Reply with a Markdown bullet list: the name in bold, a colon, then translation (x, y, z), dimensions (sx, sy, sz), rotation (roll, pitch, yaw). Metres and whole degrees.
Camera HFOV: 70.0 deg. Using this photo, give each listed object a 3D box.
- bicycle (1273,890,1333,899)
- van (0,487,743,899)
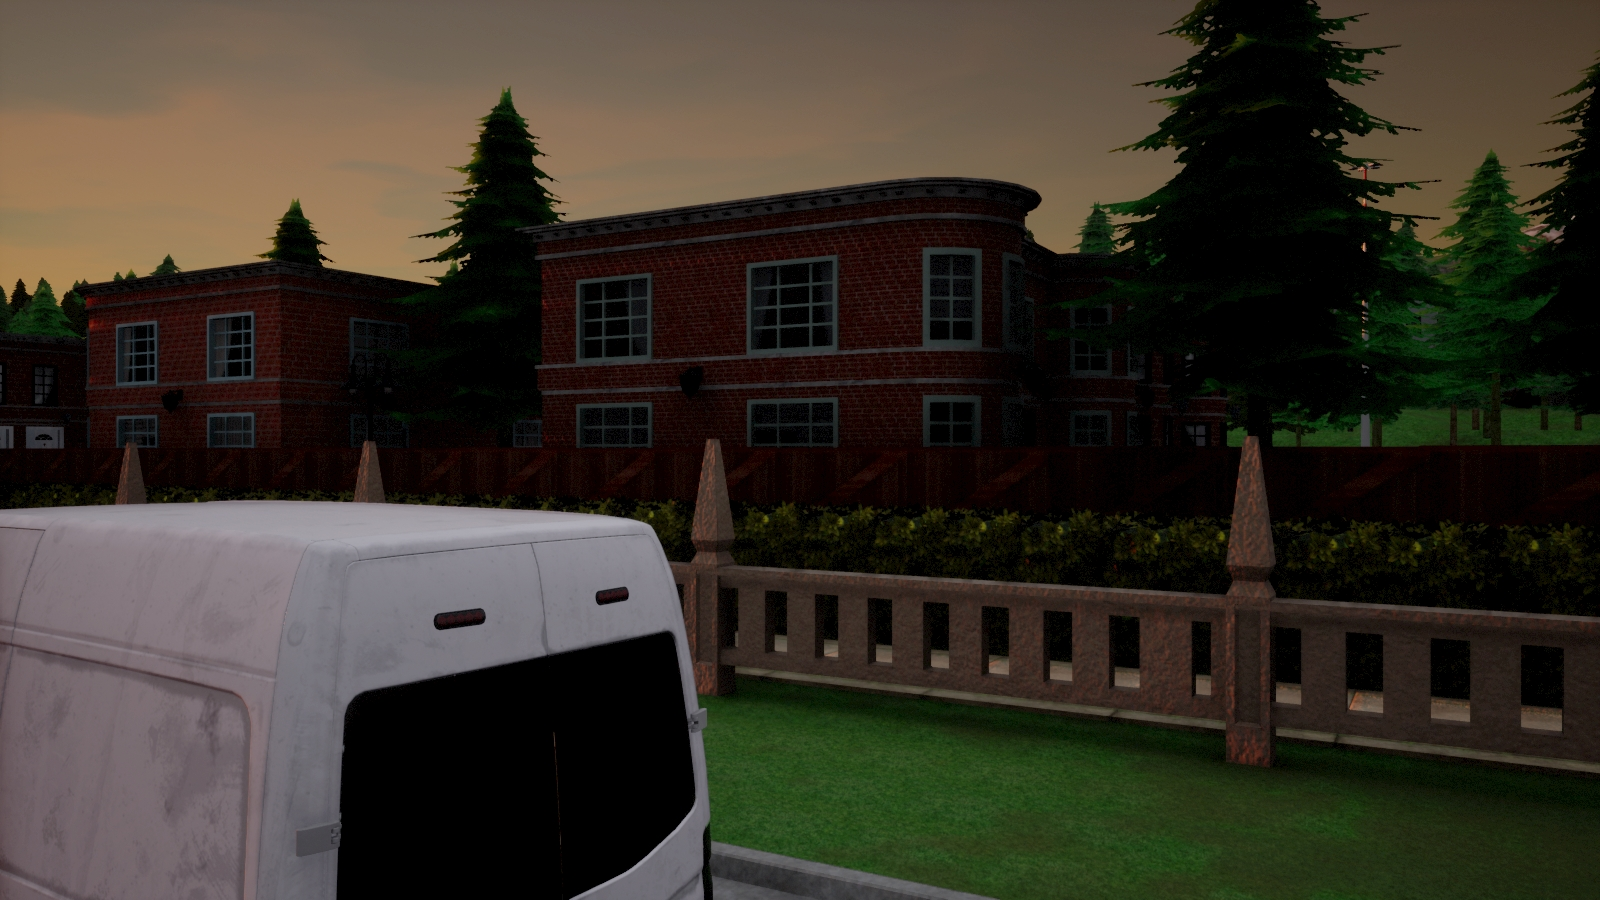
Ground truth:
- **bicycle**: translation (2.143, 2.060, 2.830), dimensions (1.835, 1.471, 0.329), rotation (0, 0, 30)
- **van**: translation (-3.240, 1.534, 5.467), dimensions (5.915, 2.561, 1.988), rotation (0, 0, 34)
